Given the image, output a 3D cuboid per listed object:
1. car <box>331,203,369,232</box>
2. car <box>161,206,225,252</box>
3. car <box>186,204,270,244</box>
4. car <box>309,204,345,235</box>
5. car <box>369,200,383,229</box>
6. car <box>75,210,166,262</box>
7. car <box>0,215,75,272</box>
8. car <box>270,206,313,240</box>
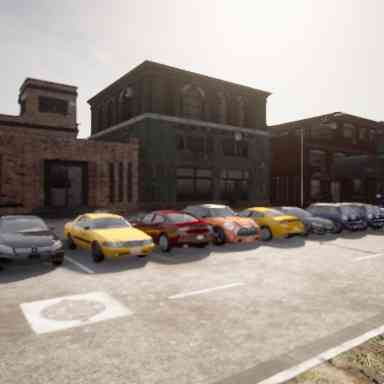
[{"bbox_3d":[7.948,1.492,20.641,2.185,1.767,4.553,1,0,-35],"label":"car"},{"bbox_3d":[-1.122,1.513,14.214,2.097,1.535,5.008,1,0,-35],"label":"car"},{"bbox_3d":[1.121,1.412,15.857,2.185,1.767,4.553,1,0,-35],"label":"car"},{"bbox_3d":[5.662,1.591,19.059,2.231,1.521,4.892,1,0,-35],"label":"car"},{"bbox_3d":[10.213,1.521,22.253,2.185,1.767,4.553,1,0,-35],"label":"car"},{"bbox_3d":[-3.281,1.485,12.456,1.946,1.575,5.366,1,0,-35],"label":"car"},{"bbox_3d":[-5.655,1.502,10.996,2.002,1.452,4.674,1,0,-35],"label":"car"},{"bbox_3d":[3.407,1.564,17.440,2.097,1.535,5.008,1,0,-35],"label":"car"}]
